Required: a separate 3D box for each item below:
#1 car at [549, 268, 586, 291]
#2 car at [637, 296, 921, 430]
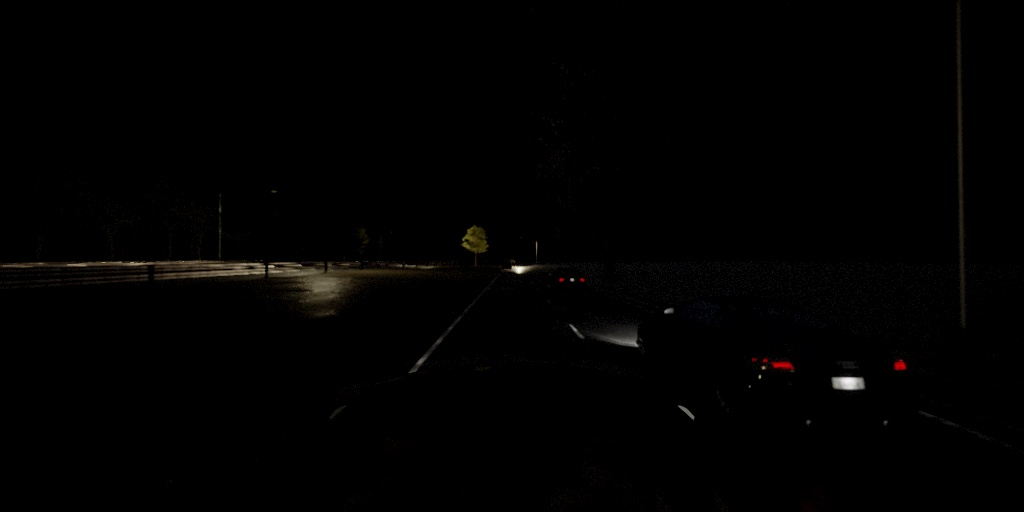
[{"bbox_3d":[3.602,1.497,23.941,2.033,1.411,5.357,0,-1,0],"label":"car"},{"bbox_3d":[3.594,1.338,5.834,1.994,1.385,4.181,0,0,0],"label":"car"}]
